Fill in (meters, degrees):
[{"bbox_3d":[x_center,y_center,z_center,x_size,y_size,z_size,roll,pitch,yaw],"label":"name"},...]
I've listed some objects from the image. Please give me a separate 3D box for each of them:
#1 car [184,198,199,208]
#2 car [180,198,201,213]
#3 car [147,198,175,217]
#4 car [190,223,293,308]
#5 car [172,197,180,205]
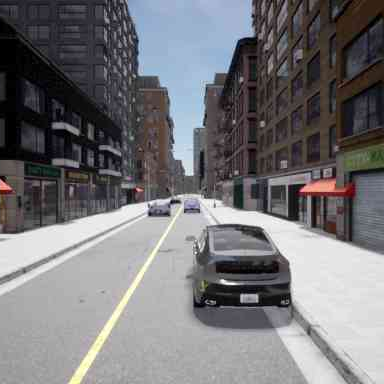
[{"bbox_3d":[-0.085,1.521,47.478,1.994,1.385,4.181,0,0,0],"label":"car"},{"bbox_3d":[0.009,1.518,37.051,2.033,1.411,5.357,0,0,0],"label":"car"},{"bbox_3d":[-2.909,1.542,30.440,1.994,1.385,4.181,0,0,0],"label":"car"},{"bbox_3d":[0.941,1.503,7.894,1.837,1.490,4.892,0,0,0],"label":"car"},{"bbox_3d":[-2.865,1.539,58.996,1.895,1.301,4.718,0,0,0],"label":"car"}]
